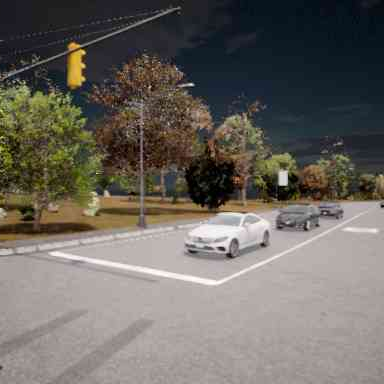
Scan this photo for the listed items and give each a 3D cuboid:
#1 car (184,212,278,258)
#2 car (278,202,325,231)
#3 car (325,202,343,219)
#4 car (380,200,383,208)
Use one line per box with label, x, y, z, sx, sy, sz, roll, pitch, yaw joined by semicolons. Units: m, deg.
car;1.562;1.518;12.990;1.812;1.442;4.674;0;0;34
car;6.682;1.497;20.753;1.837;1.490;4.892;0;0;33
car;11.975;1.571;29.110;1.994;1.385;4.181;0;0;31
car;28.776;1.747;48.783;1.895;1.301;4.718;0;0;33
